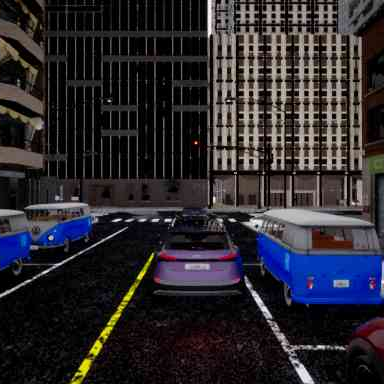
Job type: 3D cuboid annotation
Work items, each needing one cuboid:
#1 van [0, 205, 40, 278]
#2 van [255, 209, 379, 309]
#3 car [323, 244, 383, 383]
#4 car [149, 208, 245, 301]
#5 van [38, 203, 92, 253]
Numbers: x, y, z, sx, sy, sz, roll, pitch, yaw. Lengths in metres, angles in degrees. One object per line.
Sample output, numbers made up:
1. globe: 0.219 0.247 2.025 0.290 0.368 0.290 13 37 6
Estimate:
1. van: -5.308 1.343 7.578 1.690 1.788 3.998 0 0 0
2. van: 2.573 1.343 7.580 1.690 1.788 3.998 0 0 0
3. car: 2.570 1.440 1.890 1.967 1.590 4.097 0 0 0
4. car: 0.103 1.432 8.337 2.033 1.649 4.856 0 0 0
5. van: -5.305 1.345 13.268 1.690 1.788 3.998 0 0 0
